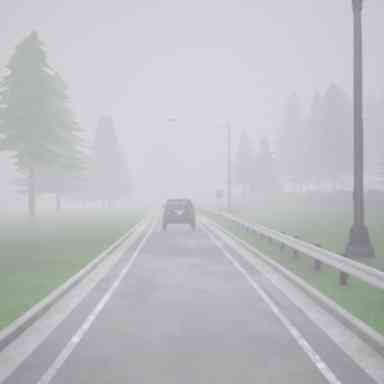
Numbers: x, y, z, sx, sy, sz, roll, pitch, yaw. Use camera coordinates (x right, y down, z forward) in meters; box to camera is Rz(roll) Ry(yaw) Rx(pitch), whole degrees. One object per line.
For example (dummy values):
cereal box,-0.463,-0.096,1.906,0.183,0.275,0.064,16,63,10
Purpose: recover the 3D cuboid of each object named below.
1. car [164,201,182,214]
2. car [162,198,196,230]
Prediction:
car,-2.435,1.907,42.345,2.128,1.511,4.902,0,-1,-5
car,-0.931,1.450,23.332,2.150,2.045,5.566,0,-1,-3
